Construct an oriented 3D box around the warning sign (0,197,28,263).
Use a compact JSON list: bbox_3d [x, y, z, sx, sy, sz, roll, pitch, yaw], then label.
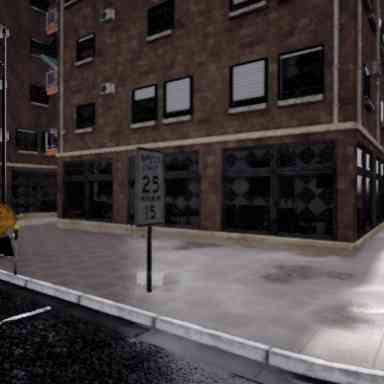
[{"bbox_3d":[-5.838,1.098,9.955,1.060,1.860,1.300,0,0,35],"label":"warning sign"}]
